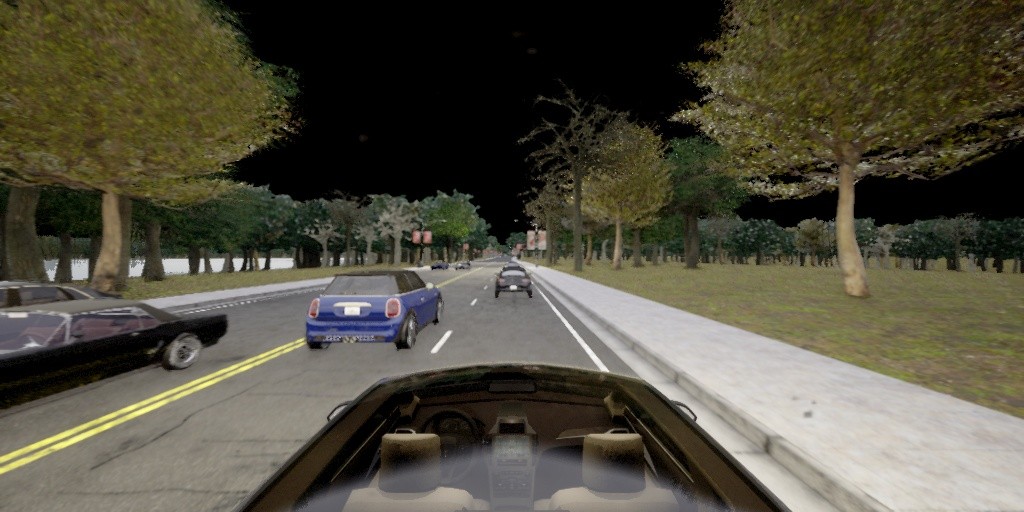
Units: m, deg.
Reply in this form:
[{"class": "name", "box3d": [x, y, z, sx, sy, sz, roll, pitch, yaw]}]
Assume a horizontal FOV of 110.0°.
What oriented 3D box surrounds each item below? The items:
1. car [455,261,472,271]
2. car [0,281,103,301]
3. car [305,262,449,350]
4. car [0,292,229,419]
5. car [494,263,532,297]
[{"class": "car", "box3d": [-6.746, 1.370, 50.024, 1.994, 1.385, 4.181, 0, 0, -1]}, {"class": "car", "box3d": [-9.854, 1.257, 6.355, 1.837, 1.490, 4.892, 0, 0, 0]}, {"class": "car", "box3d": [-3.162, 1.105, 9.219, 2.097, 1.767, 4.553, 0, 0, 0]}, {"class": "car", "box3d": [-6.603, 1.353, 4.927, 1.895, 1.301, 4.718, 0, 0, 0]}, {"class": "car", "box3d": [0.062, 1.282, 18.722, 1.812, 1.442, 4.674, 0, 0, 0]}]
